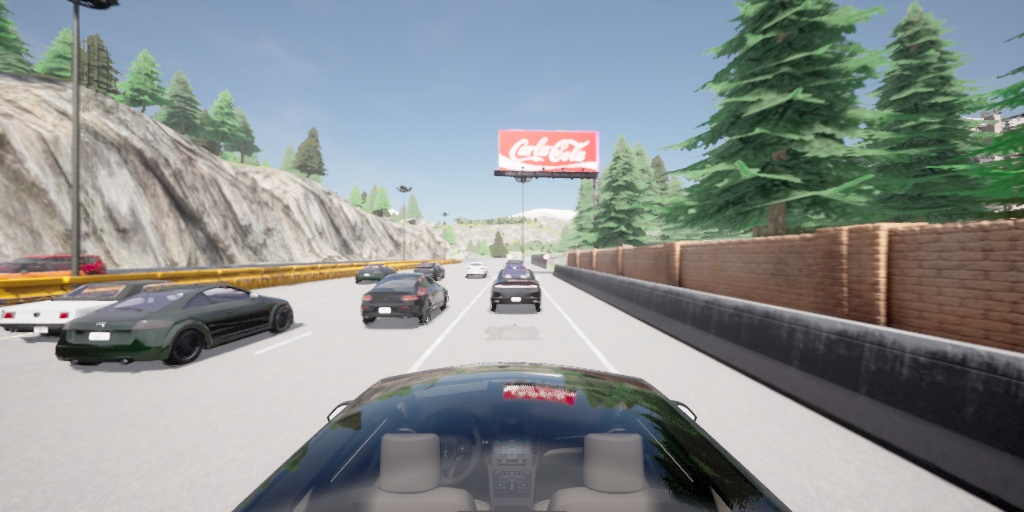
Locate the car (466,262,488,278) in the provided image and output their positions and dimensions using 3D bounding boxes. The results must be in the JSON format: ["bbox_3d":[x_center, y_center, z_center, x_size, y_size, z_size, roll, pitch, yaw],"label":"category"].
[{"bbox_3d":[-3.274,1.274,34.343,1.812,1.442,4.674,0,0,0],"label":"car"}]

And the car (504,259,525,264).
[{"bbox_3d":[0.261,1.105,34.430,2.097,1.767,4.553,0,0,1],"label":"car"}]

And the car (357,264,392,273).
[{"bbox_3d":[-10.289,1.301,27.436,1.994,1.385,4.181,0,0,0],"label":"car"}]

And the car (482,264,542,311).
[{"bbox_3d":[0.153,1.243,14.461,2.128,1.511,4.902,0,0,0],"label":"car"}]

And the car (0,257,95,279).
[{"bbox_3d":[-24.472,1.067,17.742,2.097,1.767,4.553,0,0,1],"label":"car"}]

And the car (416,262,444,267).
[{"bbox_3d":[-6.780,1.234,29.734,2.128,1.511,4.902,0,0,0],"label":"car"}]

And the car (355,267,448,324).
[{"bbox_3d":[-3.351,1.272,11.778,1.812,1.442,4.674,0,0,0],"label":"car"}]

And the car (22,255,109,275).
[{"bbox_3d":[-27.916,0.932,21.440,2.150,2.045,5.566,0,0,0],"label":"car"}]

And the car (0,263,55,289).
[{"bbox_3d":[-31.417,1.217,21.464,1.837,1.490,4.892,0,0,0],"label":"car"}]

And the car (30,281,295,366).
[{"bbox_3d":[-6.855,1.305,7.967,1.994,1.385,4.181,0,0,0],"label":"car"}]

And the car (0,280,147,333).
[{"bbox_3d":[-10.361,1.337,10.119,1.895,1.301,4.718,0,0,0],"label":"car"}]
